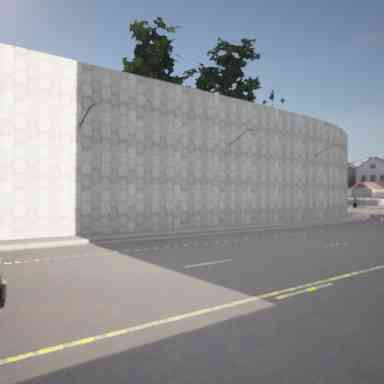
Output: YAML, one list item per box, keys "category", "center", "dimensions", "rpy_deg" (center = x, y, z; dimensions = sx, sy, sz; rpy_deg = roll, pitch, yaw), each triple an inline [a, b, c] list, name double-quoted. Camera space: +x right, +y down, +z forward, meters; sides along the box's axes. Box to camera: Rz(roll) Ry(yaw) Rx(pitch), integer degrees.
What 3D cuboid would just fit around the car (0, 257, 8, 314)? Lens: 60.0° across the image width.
- category: "car"
  center: [-5.253, 1.491, 4.427]
  dimensions: [4.892, 1.490, 1.837]
  rpy_deg: [1, -1, -35]
